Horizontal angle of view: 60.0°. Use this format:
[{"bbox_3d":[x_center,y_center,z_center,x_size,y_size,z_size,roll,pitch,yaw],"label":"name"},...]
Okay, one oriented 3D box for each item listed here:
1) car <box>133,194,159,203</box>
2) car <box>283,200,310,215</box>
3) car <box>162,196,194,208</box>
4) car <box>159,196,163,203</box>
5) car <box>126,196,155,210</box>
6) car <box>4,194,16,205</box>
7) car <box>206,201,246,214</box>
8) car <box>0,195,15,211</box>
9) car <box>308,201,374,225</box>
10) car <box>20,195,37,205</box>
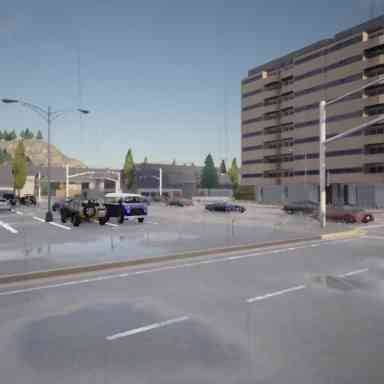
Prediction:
[{"bbox_3d":[-9.309,1.547,66.534,2.128,1.511,4.902,0,0,-35],"label":"car"},{"bbox_3d":[10.949,1.560,31.636,1.837,1.490,4.892,0,0,-35],"label":"car"},{"bbox_3d":[-1.828,1.603,49.634,2.033,1.411,5.357,0,0,-35],"label":"car"},{"bbox_3d":[-6.997,1.546,69.324,2.128,1.511,4.902,0,0,-35],"label":"car"},{"bbox_3d":[-8.206,1.656,52.614,1.895,1.301,4.718,0,0,-35],"label":"car"},{"bbox_3d":[-29.688,1.212,53.706,1.905,1.878,3.866,0,0,-35],"label":"car"},{"bbox_3d":[3.650,1.656,35.866,1.895,1.301,4.718,0,0,-35],"label":"car"},{"bbox_3d":[-21.832,1.451,37.872,1.970,1.475,3.806,0,0,-35],"label":"car"},{"bbox_3d":[11.194,1.616,24.781,1.994,1.385,4.181,0,0,-31],"label":"car"},{"bbox_3d":[-27.292,1.209,55.329,1.932,1.855,4.605,0,0,-35],"label":"car"}]
